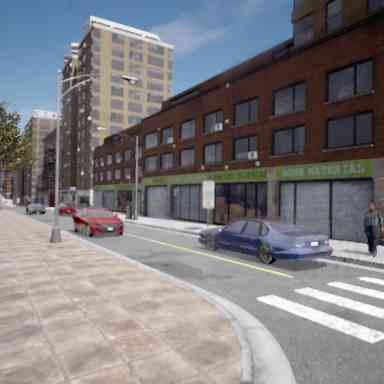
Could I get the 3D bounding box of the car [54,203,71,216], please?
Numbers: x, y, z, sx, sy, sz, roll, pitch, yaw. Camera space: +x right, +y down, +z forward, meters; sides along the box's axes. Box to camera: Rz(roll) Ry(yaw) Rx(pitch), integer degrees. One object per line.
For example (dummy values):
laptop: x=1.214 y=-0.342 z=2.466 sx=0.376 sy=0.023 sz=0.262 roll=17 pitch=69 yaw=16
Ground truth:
car: x=-15.390 y=2.053 z=40.206 sx=1.882 sy=1.535 sz=5.008 roll=1 pitch=-2 yaw=-32

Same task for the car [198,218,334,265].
car: x=2.386 y=1.653 z=12.232 sx=2.033 sy=1.411 sz=5.357 roll=1 pitch=-1 yaw=-32

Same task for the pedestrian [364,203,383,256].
pedestrian: x=6.263 y=1.273 z=11.574 sx=0.375 sy=1.860 sz=0.375 roll=1 pitch=0 yaw=-32

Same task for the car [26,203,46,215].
car: x=-19.457 y=2.124 z=41.275 sx=2.033 sy=1.411 sz=5.357 roll=1 pitch=-2 yaw=-32

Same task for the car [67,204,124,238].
car: x=-5.512 y=1.649 z=19.167 sx=1.882 sy=1.535 sz=5.008 roll=1 pitch=-1 yaw=-32
